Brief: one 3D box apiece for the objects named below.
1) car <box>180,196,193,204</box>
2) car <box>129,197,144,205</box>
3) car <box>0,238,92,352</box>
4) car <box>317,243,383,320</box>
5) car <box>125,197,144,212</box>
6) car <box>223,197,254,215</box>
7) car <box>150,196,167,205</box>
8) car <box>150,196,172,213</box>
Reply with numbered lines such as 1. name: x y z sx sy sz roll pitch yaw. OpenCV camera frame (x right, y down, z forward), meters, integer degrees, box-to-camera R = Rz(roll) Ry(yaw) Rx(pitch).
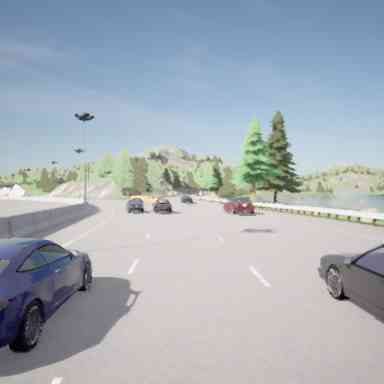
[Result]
1. car: -1.110 1.506 64.363 1.837 1.490 4.892 0 0 -12
2. car: -10.194 1.683 61.015 1.994 1.385 4.181 -1 0 -21
3. car: -3.241 1.566 6.069 1.812 1.442 4.674 0 0 -2
4. car: 3.872 1.497 5.235 2.033 1.411 5.357 -1 0 -2
5. car: -6.877 1.628 39.580 2.033 1.411 5.357 -1 0 -16
6. car: 4.587 1.287 33.375 2.097 1.767 4.553 -1 0 -10
7. car: -6.229 1.546 60.551 1.882 1.535 5.008 0 0 -20
8. car: -3.421 1.529 37.527 2.128 1.511 4.902 -1 0 -12
